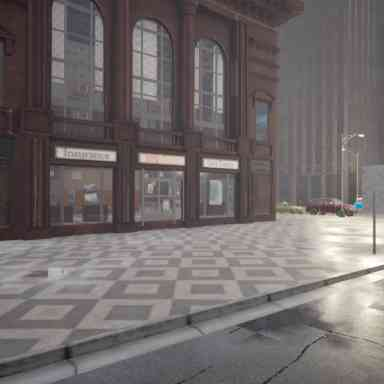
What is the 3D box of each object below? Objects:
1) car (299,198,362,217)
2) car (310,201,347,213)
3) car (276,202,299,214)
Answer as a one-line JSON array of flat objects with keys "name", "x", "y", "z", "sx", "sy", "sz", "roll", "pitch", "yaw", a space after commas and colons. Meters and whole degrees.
[{"name": "car", "x": 13.923, "y": 1.524, "z": 33.591, "sx": 2.192, "sy": 1.841, "sz": 5.009, "roll": 0, "pitch": 0, "yaw": -35}, {"name": "car", "x": 17.637, "y": 1.900, "z": 43.110, "sx": 1.802, "sy": 1.307, "sz": 4.206, "roll": -1, "pitch": 0, "yaw": -35}, {"name": "car", "x": 10.777, "y": 1.801, "z": 38.044, "sx": 1.752, "sy": 1.417, "sz": 4.829, "roll": 0, "pitch": 0, "yaw": -35}]
